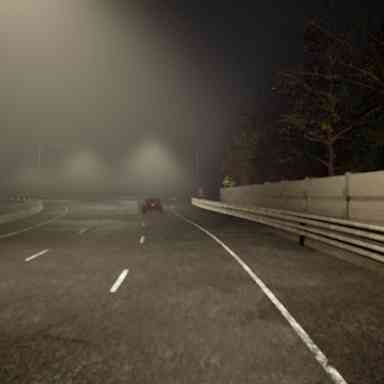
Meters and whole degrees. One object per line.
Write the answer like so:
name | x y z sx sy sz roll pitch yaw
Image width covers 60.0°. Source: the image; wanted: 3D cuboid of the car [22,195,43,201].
car | -38.418 1.487 80.020 4.892 1.490 1.837 0 0 43

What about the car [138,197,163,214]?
car | -4.533 1.351 35.728 2.097 1.767 4.553 0 0 -16
